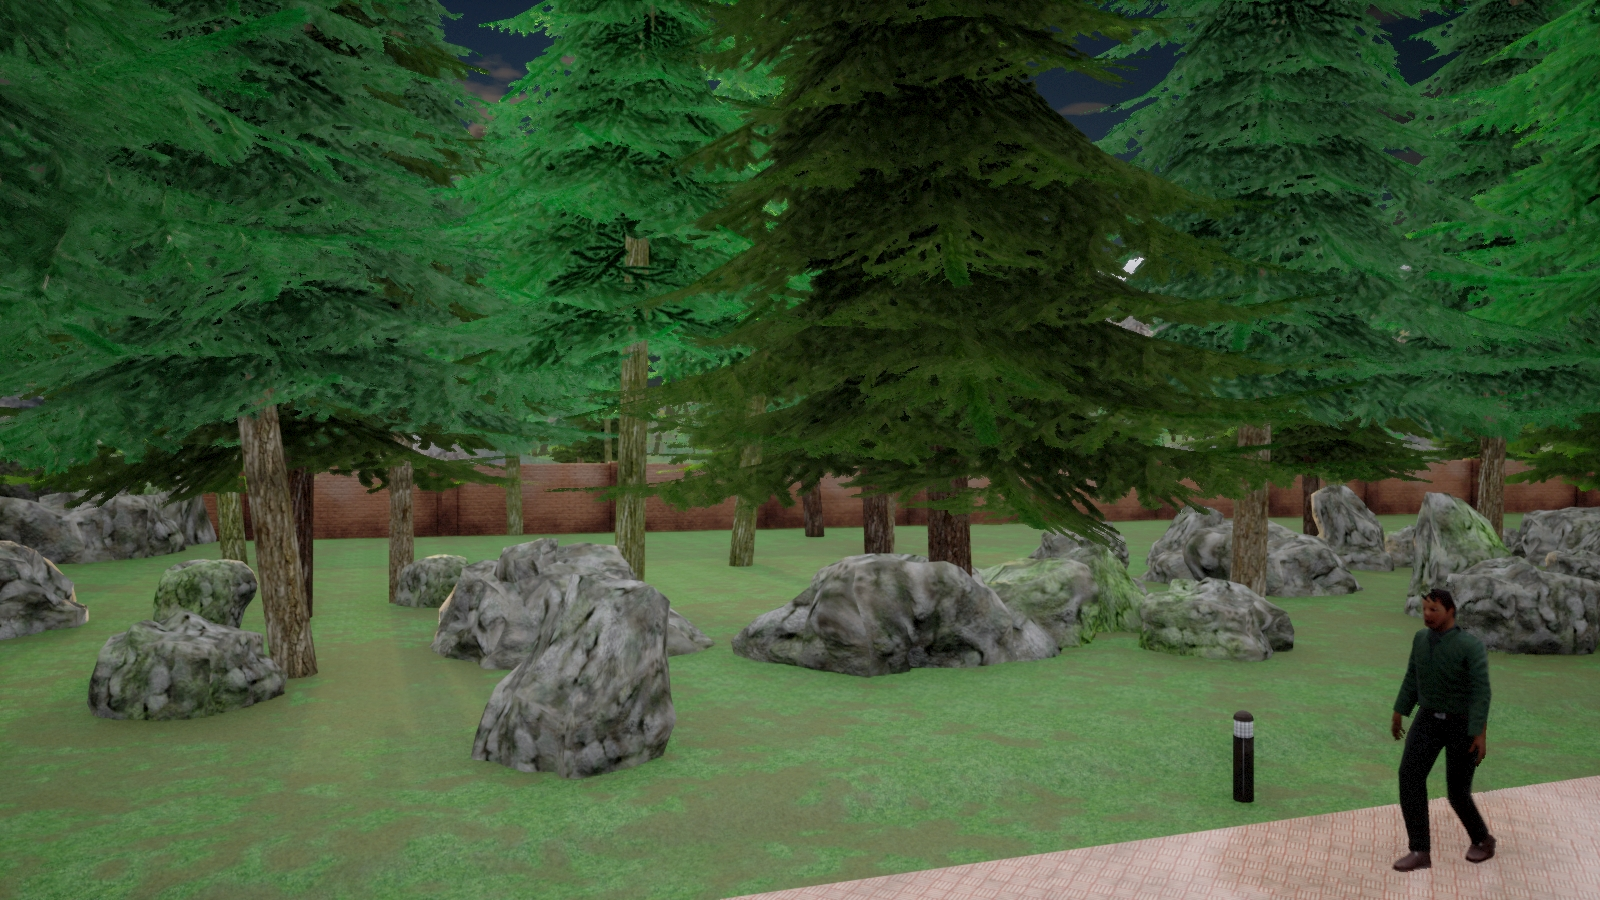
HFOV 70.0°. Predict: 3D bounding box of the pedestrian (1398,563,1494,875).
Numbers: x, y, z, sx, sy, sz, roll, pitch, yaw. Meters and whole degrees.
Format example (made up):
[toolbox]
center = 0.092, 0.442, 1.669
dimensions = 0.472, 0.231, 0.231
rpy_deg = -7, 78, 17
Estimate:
[pedestrian]
center = 4.082, 1.667, 7.229
dimensions = 0.375, 1.860, 0.375
rpy_deg = 0, 0, -22
